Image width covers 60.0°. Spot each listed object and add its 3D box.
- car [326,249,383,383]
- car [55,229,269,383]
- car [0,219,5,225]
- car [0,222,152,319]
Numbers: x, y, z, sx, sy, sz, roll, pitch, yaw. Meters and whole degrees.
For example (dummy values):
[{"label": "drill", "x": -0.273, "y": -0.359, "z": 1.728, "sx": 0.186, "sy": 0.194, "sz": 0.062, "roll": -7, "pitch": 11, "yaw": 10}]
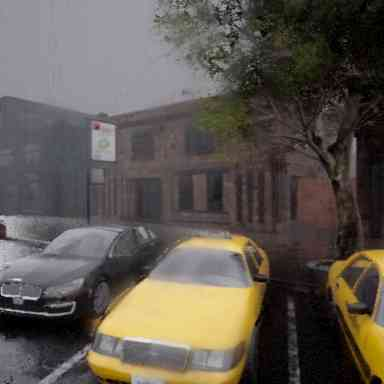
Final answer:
[{"label": "car", "x": 2.763, "y": 1.481, "z": 3.903, "sx": 1.946, "sy": 1.575, "sz": 5.366, "roll": 1, "pitch": -1, "yaw": 16}, {"label": "car", "x": 0.319, "y": 1.475, "z": 5.646, "sx": 1.946, "sy": 1.575, "sz": 5.366, "roll": 1, "pitch": -1, "yaw": 16}, {"label": "car", "x": -9.388, "y": 1.501, "z": 12.814, "sx": 2.002, "sy": 1.452, "sz": 4.674, "roll": 1, "pitch": -1, "yaw": 16}, {"label": "car", "x": -2.068, "y": 1.477, "z": 7.576, "sx": 2.231, "sy": 1.521, "sz": 4.892, "roll": 1, "pitch": -1, "yaw": 16}]
